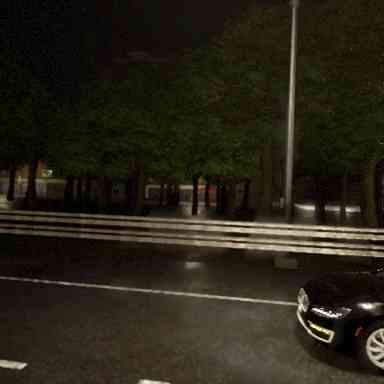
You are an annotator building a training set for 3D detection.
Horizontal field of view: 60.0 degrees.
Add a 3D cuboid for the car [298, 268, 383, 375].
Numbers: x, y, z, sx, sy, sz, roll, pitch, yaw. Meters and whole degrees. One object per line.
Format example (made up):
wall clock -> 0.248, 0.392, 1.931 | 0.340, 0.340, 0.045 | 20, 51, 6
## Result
car -> 4.126, 1.680, 4.874 | 4.892, 1.490, 1.837 | 2, 0, 10
